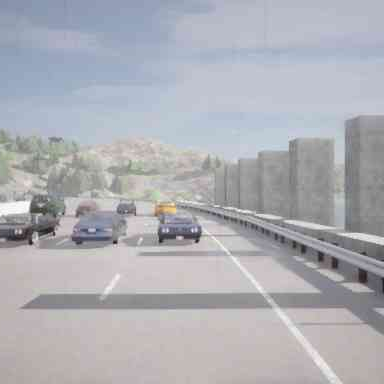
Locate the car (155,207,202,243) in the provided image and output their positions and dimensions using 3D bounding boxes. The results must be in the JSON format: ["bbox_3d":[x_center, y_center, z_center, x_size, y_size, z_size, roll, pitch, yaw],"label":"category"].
[{"bbox_3d":[-0.683,1.616,15.975,1.895,1.301,4.718,0,0,-5],"label":"car"}]

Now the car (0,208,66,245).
[{"bbox_3d":[-7.658,1.616,15.392,1.895,1.301,4.718,0,0,-5],"label":"car"}]

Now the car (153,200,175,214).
[{"bbox_3d":[-2.716,1.485,32.127,1.882,1.535,5.008,0,0,-10],"label":"car"}]

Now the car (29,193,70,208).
[{"bbox_3d":[-13.075,1.258,30.413,2.150,2.045,5.566,0,0,-10],"label":"car"}]

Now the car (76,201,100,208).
[{"bbox_3d":[-9.619,1.533,30.965,1.812,1.442,4.674,0,0,-10],"label":"car"}]

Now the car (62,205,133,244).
[{"bbox_3d":[-4.168,1.563,15.654,2.033,1.411,5.357,0,0,-5],"label":"car"}]

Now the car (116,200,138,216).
[{"bbox_3d":[-6.168,1.495,31.546,2.128,1.511,4.902,0,0,-10],"label":"car"}]
